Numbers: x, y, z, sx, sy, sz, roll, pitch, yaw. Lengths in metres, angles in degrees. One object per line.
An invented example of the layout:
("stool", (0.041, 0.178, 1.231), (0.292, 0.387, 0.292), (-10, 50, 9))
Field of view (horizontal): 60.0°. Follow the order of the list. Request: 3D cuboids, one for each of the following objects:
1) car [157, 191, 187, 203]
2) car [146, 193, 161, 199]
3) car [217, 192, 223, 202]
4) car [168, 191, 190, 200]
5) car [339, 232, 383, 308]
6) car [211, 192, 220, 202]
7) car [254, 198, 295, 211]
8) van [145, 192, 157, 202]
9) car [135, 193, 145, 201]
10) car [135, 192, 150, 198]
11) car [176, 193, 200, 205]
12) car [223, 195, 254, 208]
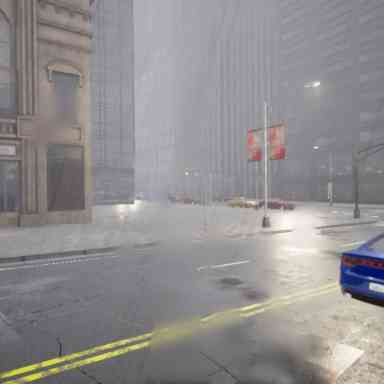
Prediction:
("car", (-3.310, 0.978, 56.496), (2.192, 1.841, 5.009), (0, 1, -35))
("car", (-9.361, 0.925, 79.782), (1.802, 1.307, 4.206), (0, 1, -35))
("car", (6.899, 1.177, 56.836), (1.947, 1.339, 4.313), (0, 1, -35))
("car", (-2.856, 0.770, 70.601), (2.192, 1.841, 5.009), (0, 1, -35))
("car", (5.162, 1.475, 7.039), (5.008, 1.535, 1.882), (0, 0, -35))
("car", (3.647, 0.875, 61.423), (2.192, 1.841, 5.009), (0, 1, -35))
("car", (9.698, 1.399, 38.141), (1.887, 1.381, 4.507), (0, 1, -35))
("van", (-6.562, 0.952, 61.086), (1.690, 1.788, 3.998), (0, 1, -35))
("car", (-9.815, 1.108, 65.677), (2.008, 1.369, 4.403), (0, 1, -35))
("car", (-12.613, 0.831, 84.370), (1.887, 1.381, 4.507), (0, 1, -35))
("car", (-0.058, 1.258, 51.909), (1.887, 1.381, 4.507), (0, 1, -35))
("car", (6.544, 1.336, 42.591), (1.752, 1.417, 4.829), (0, 1, -35))
